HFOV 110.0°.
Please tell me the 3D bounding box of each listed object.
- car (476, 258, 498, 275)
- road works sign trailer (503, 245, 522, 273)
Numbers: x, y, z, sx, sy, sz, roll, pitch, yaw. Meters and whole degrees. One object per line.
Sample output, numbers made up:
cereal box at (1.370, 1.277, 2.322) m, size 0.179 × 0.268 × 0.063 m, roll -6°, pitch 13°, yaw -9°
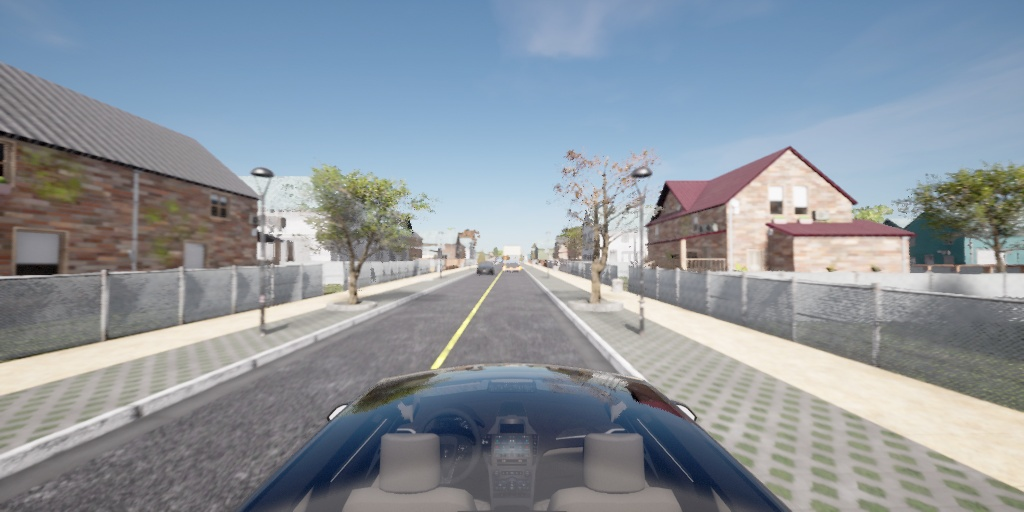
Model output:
car at (-2.847, 1.308, 39.718) m, size 1.882 × 1.535 × 5.008 m, roll 0°, pitch 0°, yaw 0°
road works sign trailer at (-0.003, 0.320, 46.229) m, size 2.380 × 3.560 × 2.880 m, roll 0°, pitch 0°, yaw 0°
